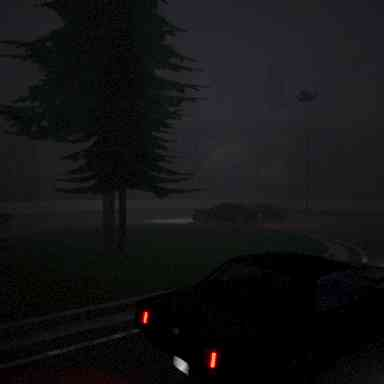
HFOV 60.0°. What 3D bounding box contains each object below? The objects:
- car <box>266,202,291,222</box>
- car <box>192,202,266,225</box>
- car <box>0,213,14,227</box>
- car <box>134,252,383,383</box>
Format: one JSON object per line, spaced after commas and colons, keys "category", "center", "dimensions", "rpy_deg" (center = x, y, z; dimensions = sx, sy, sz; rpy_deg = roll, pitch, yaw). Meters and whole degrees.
{"category": "car", "center": [5.318, 1.505, 26.028], "dimensions": [4.674, 1.442, 1.812], "rpy_deg": [0, 0, 34]}
{"category": "car", "center": [2.387, 1.460, 23.652], "dimensions": [5.008, 1.535, 1.882], "rpy_deg": [0, -1, 27]}
{"category": "car", "center": [-13.596, 1.596, 20.262], "dimensions": [1.895, 1.301, 4.718], "rpy_deg": [0, 0, 29]}
{"category": "car", "center": [1.656, 1.597, 4.979], "dimensions": [4.718, 1.301, 1.895], "rpy_deg": [0, 0, -37]}
